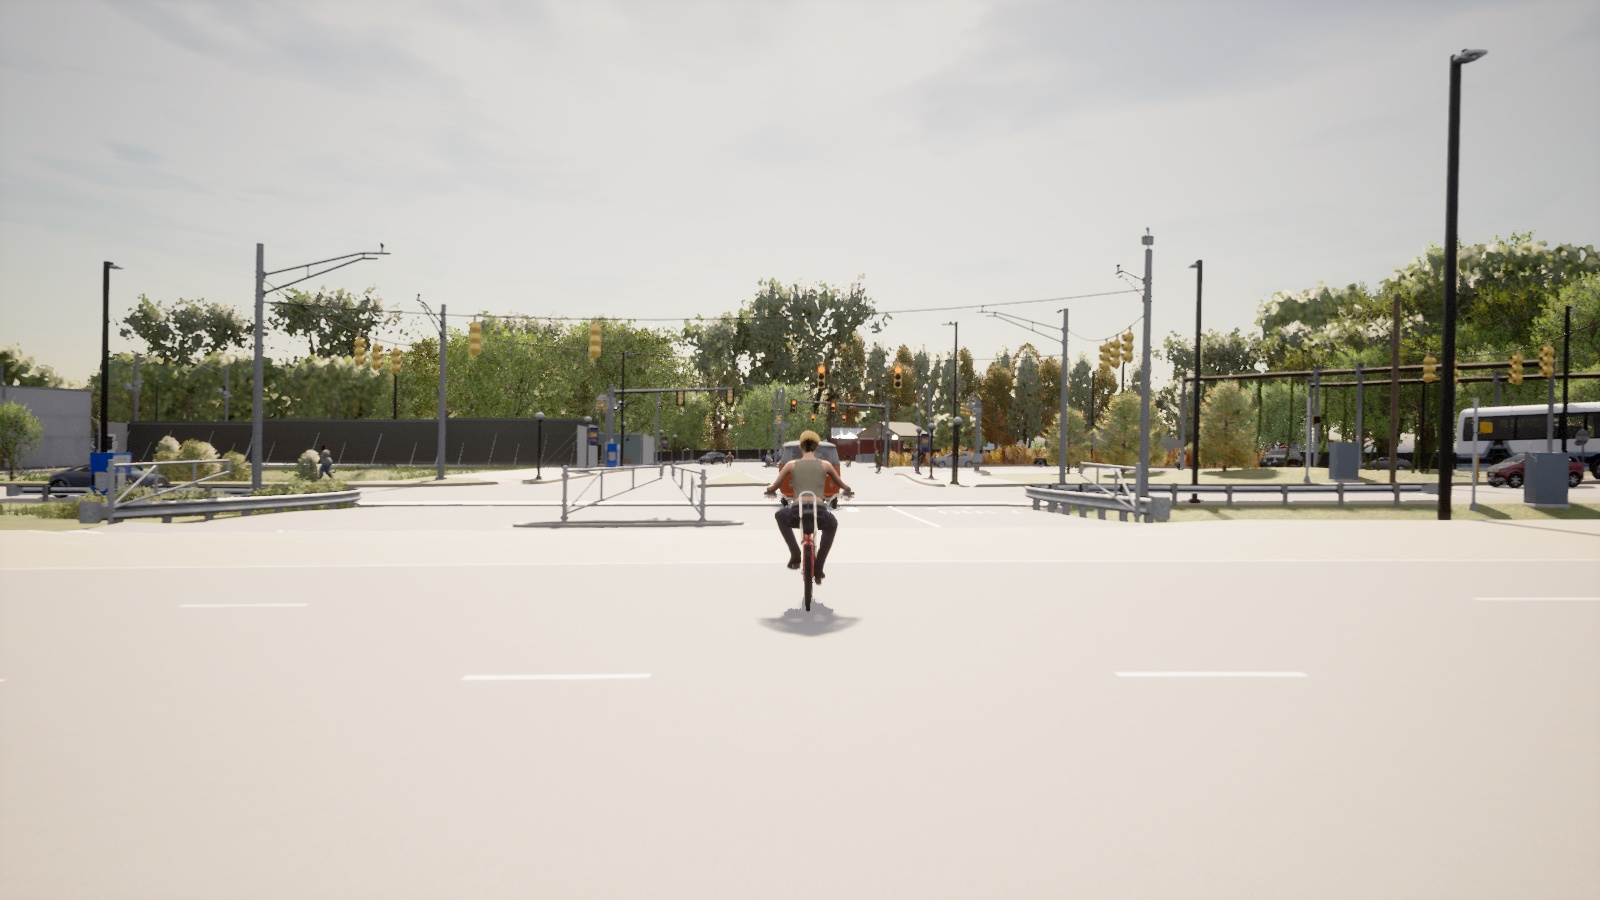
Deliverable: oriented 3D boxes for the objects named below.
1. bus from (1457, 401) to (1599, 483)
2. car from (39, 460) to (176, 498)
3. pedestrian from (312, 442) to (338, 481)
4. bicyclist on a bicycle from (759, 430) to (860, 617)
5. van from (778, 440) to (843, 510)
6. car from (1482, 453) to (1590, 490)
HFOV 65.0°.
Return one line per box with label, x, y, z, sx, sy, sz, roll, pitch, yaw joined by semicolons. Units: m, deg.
bus;41.886;-0.336;68.609;3.944;4.253;10.273;1;-1;-25
car;-26.783;1.105;48.664;4.181;1.385;1.994;0;1;0
pedestrian;-23.312;0.564;61.643;0.900;1.855;0.874;1;1;2
bicyclist on a bicycle;0.097;0.624;11.568;0.866;1.612;1.509;0;1;1
van;0.256;0.706;38.217;1.775;1.987;4.442;0;1;-2
car;32.362;0.927;55.304;3.705;1.549;1.789;0;1;-1
